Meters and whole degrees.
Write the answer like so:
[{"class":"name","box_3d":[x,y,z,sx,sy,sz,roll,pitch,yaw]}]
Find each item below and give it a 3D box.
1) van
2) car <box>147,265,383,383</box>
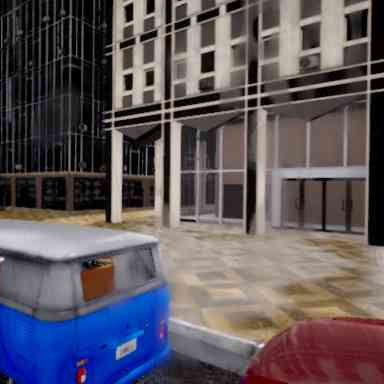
[{"class":"van","box_3d":[-2.163,1.321,4.406,3.998,1.788,1.690,0,1,36]},{"class":"car","box_3d":[2.463,1.322,1.104,5.009,1.841,2.192,0,1,36]}]
